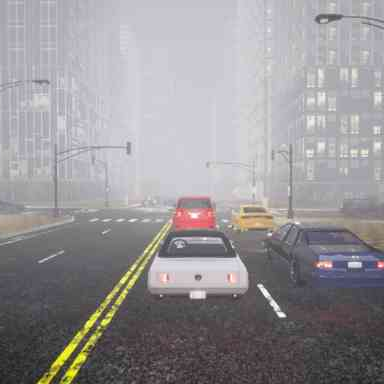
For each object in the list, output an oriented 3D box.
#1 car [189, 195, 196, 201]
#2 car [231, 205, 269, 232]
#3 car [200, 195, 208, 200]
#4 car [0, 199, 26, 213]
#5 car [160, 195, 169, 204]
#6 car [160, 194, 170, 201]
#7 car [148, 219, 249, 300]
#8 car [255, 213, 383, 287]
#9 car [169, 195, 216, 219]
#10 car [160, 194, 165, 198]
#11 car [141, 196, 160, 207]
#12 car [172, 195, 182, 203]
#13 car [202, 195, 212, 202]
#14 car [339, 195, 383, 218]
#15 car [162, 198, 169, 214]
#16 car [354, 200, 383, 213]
[{"bbox_3d":[0.081,1.449,82.183,1.812,1.442,4.674,0,0,0],"label":"car"},{"bbox_3d":[3.372,1.468,19.175,1.882,1.535,5.008,0,0,1],"label":"car"},{"bbox_3d":[3.341,1.448,92.399,2.033,1.411,5.357,0,0,0],"label":"car"},{"bbox_3d":[-19.359,1.408,33.970,4.181,1.385,1.994,1,1,1],"label":"car"},{"bbox_3d":[-3.289,1.529,51.177,1.994,1.385,4.181,0,0,0],"label":"car"},{"bbox_3d":[-6.421,1.283,80.618,2.097,1.767,4.553,0,0,0],"label":"car"},{"bbox_3d":[0.110,1.597,8.329,1.895,1.301,4.718,0,0,0],"label":"car"},{"bbox_3d":[3.364,1.543,9.356,2.033,1.411,5.357,0,0,0],"label":"car"},{"bbox_3d":[0.118,1.212,18.088,2.150,2.045,5.566,0,0,0],"label":"car"},{"bbox_3d":[-6.494,1.432,60.417,1.882,1.535,5.008,0,0,-1],"label":"car"},{"bbox_3d":[-6.545,1.457,50.744,2.128,1.511,4.902,0,0,0],"label":"car"},{"bbox_3d":[-3.180,1.465,71.526,2.128,1.511,4.902,0,0,0],"label":"car"},{"bbox_3d":[3.336,1.415,73.706,1.882,1.535,5.008,0,0,0],"label":"car"},{"bbox_3d":[16.232,1.518,30.762,5.009,1.841,2.192,1,0,1],"label":"car"},{"bbox_3d":[0.009,1.578,32.845,5.357,1.411,2.033,0,1,-43],"label":"car"},{"bbox_3d":[21.848,1.642,39.043,4.829,1.417,1.752,1,0,1],"label":"car"}]
